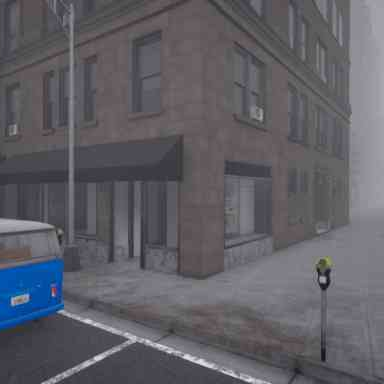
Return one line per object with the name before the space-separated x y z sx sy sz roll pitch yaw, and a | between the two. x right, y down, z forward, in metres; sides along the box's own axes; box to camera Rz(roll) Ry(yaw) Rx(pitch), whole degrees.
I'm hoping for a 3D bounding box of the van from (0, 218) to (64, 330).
van | -4.024 1.340 5.949 3.998 1.788 1.690 0 0 36
